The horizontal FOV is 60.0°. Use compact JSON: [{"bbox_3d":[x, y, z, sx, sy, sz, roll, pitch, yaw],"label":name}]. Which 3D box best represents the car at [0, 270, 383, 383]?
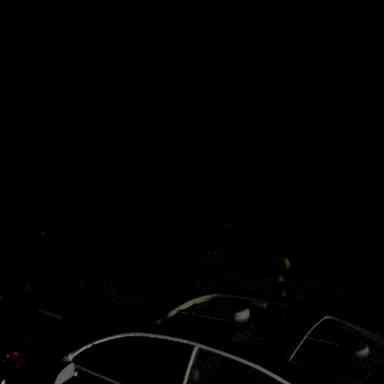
[{"bbox_3d":[0.098,1.561,2.740,4.403,1.369,2.008,-1,0,36],"label":"car"}]

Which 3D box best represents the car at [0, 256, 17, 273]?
[{"bbox_3d":[-4.394,1.632,5.945,4.206,1.307,1.802,-1,0,36],"label":"car"}]
